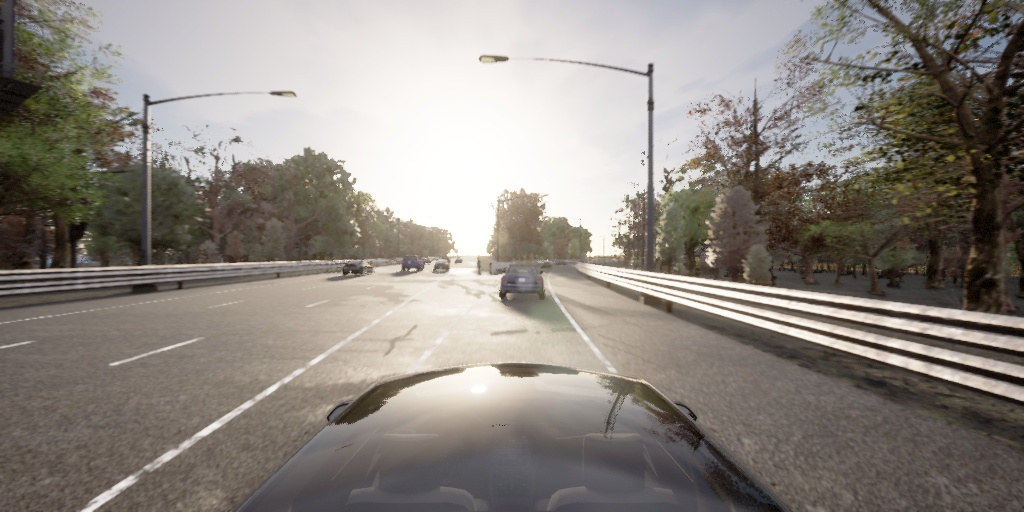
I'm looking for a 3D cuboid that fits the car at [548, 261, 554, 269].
[{"bbox_3d":[6.533,1.556,65.136,1.837,1.490,4.892,0,-1,11],"label":"car"}]

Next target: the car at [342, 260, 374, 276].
[{"bbox_3d":[-15.136,1.175,35.425,1.837,1.490,4.892,0,0,-5],"label":"car"}]

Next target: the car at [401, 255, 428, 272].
[{"bbox_3d":[-12.621,0.905,45.914,2.150,2.045,5.566,0,0,-5],"label":"car"}]

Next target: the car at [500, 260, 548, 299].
[{"bbox_3d":[0.582,1.135,18.736,2.097,1.767,4.553,1,0,3],"label":"car"}]

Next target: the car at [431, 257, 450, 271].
[{"bbox_3d":[-9.310,1.227,48.007,1.812,1.442,4.674,0,0,-5],"label":"car"}]
